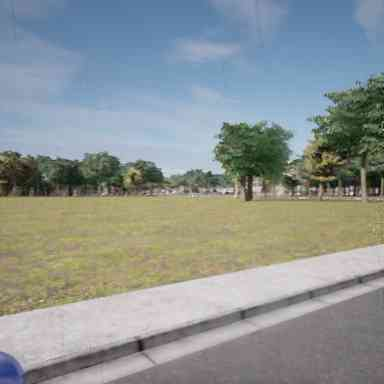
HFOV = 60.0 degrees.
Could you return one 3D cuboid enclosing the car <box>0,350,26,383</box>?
[{"bbox_3d":[-2.955,1.526,0.964,4.674,1.442,1.812,0,0,-35],"label":"car"}]
